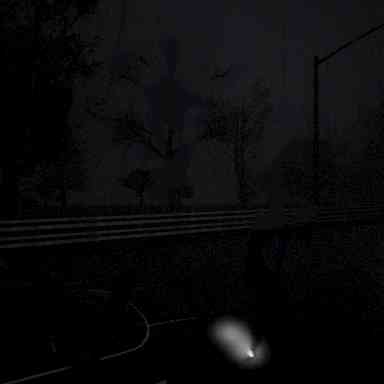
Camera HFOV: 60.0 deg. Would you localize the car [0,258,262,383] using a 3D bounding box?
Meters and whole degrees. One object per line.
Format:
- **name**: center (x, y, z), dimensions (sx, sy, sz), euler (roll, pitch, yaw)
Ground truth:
- **car**: center (-1.571, 1.352, 2.570), dimensions (4.553, 1.767, 2.097), euler (0, 0, -35)
